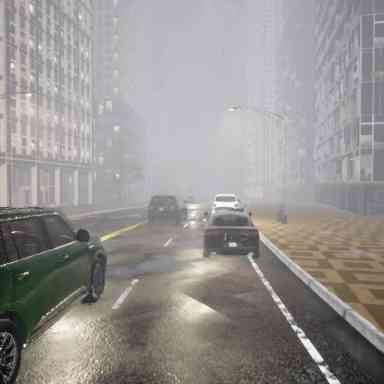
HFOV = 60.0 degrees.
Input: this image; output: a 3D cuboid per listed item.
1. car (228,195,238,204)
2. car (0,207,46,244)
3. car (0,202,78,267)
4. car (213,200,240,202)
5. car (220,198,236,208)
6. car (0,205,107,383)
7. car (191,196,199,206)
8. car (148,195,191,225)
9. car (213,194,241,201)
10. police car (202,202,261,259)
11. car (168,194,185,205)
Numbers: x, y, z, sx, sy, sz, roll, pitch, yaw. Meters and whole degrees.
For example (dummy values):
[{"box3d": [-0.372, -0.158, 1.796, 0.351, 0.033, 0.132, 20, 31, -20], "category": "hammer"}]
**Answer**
[{"box3d": [8.084, 1.418, 65.687, 1.882, 1.535, 5.008, 0, 0, 7], "category": "car"}, {"box3d": [-9.194, 1.525, 15.642, 2.033, 1.411, 5.357, 0, 0, 4], "category": "car"}, {"box3d": [-6.131, 1.337, 12.228, 2.097, 1.767, 4.553, 0, 0, 4], "category": "car"}, {"box3d": [2.228, 1.515, 22.431, 1.812, 1.442, 4.674, 0, 0, 6], "category": "car"}, {"box3d": [5.231, 1.570, 47.616, 1.895, 1.301, 4.718, 0, 0, 11], "category": "car"}, {"box3d": [-3.005, 1.220, 5.002, 2.150, 2.045, 5.566, 0, 0, 2], "category": "car"}, {"box3d": [-0.071, 1.443, 55.155, 1.837, 1.490, 4.892, 0, 0, 10], "category": "car"}, {"box3d": [-1.673, 1.201, 24.170, 2.150, 2.045, 5.566, 0, 0, 6], "category": "car"}, {"box3d": [2.920, 1.210, 28.273, 2.150, 2.045, 5.566, 0, 0, 7], "category": "car"}, {"box3d": [1.418, 1.419, 12.822, 1.930, 1.638, 5.238, 0, 0, 4], "category": "police car"}, {"box3d": [-2.727, 1.275, 59.021, 2.097, 1.767, 4.553, 0, 0, 9], "category": "car"}]
